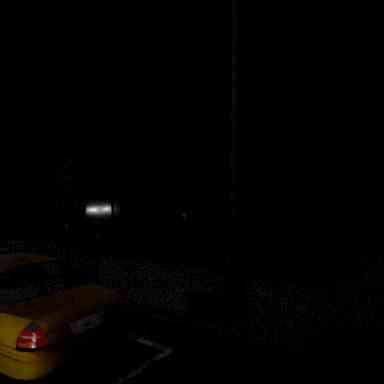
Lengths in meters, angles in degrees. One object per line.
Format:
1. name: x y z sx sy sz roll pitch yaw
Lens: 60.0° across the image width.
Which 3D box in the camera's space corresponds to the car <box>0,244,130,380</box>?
1. car: -3.114 1.519 5.300 4.829 1.417 1.752 0 0 36
